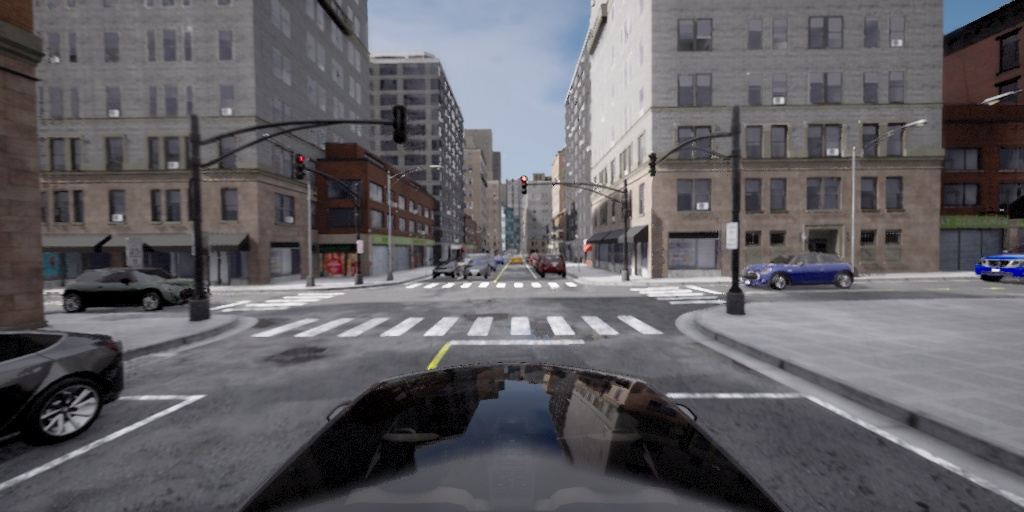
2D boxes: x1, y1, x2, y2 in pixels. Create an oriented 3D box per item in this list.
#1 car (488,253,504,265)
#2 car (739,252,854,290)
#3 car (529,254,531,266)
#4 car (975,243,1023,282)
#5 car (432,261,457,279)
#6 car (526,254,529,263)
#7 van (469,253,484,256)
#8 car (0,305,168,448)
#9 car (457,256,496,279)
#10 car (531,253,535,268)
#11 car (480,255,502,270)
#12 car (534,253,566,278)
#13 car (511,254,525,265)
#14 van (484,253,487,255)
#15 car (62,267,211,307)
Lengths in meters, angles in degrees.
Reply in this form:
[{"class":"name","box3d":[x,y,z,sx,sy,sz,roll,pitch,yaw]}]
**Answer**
[{"class":"car","box3d":[-2.271,0.667,56.256,1.882,1.535,5.008,-1,0,1]},{"class":"car","box3d":[13.686,0.647,17.471,4.553,1.767,2.097,-1,1,0]},{"class":"car","box3d":[3.490,0.773,46.322,1.751,1.417,4.829,0,0,1]},{"class":"car","box3d":[26.225,0.272,17.372,5.566,2.045,2.150,-1,1,1]},{"class":"car","box3d":[-5.270,1.070,29.514,1.948,1.339,4.313,0,0,1]},{"class":"car","box3d":[3.565,0.501,51.737,2.192,1.841,5.009,0,0,1]},{"class":"van","box3d":[-5.041,0.664,46.269,1.690,1.789,3.998,0,0,1]},{"class":"car","box3d":[-5.638,1.356,2.645,1.948,1.339,4.313,0,0,1]},{"class":"car","box3d":[-2.716,0.982,28.631,2.128,1.511,4.902,-1,1,1]},{"class":"car","box3d":[3.332,0.684,34.982,2.192,1.841,5.009,0,0,1]},{"class":"car","box3d":[-2.568,0.924,39.251,2.033,1.411,5.357,-1,1,1]},{"class":"car","box3d":[3.255,0.743,29.396,2.192,1.841,5.009,0,0,1]},{"class":"car","box3d":[0.787,0.616,58.408,1.882,1.535,5.008,-1,1,1]},{"class":"van","box3d":[-4.965,0.602,51.855,1.690,1.789,3.998,0,0,1]},{"class":"car","box3d":[-15.077,1.244,14.589,4.553,1.767,2.097,-1,1,1]}]
